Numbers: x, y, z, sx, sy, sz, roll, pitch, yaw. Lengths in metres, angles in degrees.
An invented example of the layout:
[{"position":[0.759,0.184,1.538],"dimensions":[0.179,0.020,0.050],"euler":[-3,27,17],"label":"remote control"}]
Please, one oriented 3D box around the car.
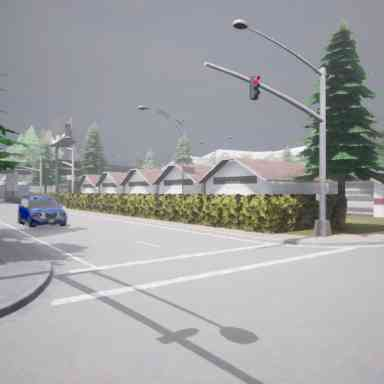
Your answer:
[{"position":[-10.218,1.339,22.488],"dimensions":[2.150,2.045,5.566],"euler":[0,2,-37],"label":"car"}]
